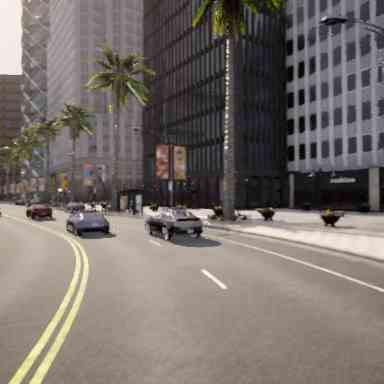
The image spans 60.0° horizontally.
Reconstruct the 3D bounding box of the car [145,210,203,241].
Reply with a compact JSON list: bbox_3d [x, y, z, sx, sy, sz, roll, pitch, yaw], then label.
[{"bbox_3d":[-1.108,1.706,18.123,2.128,1.511,4.902,0,-1,-25],"label":"car"}]

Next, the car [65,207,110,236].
[{"bbox_3d":[-6.596,1.859,20.852,1.994,1.385,4.181,0,-1,-30],"label":"car"}]

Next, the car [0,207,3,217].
[{"bbox_3d":[-24.119,2.193,39.957,1.812,1.442,4.674,0,-1,-35],"label":"car"}]

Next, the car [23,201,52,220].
[{"bbox_3d":[-16.088,2.016,34.932,1.882,1.535,5.008,0,-1,-35],"label":"car"}]

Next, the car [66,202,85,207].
[{"bbox_3d":[-16.411,2.154,46.688,2.231,1.521,4.892,0,-1,-35],"label":"car"}]
